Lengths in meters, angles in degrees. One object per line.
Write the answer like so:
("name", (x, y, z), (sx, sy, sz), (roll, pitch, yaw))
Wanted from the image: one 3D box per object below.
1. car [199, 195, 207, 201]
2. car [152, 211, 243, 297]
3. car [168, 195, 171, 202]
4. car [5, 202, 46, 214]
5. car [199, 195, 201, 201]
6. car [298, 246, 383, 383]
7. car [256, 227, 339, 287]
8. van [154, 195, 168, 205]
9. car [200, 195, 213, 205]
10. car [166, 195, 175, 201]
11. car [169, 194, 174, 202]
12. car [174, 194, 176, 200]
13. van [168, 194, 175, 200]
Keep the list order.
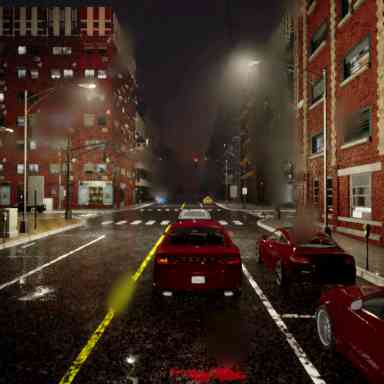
("car", (2.831, 1.597, 86.482), (1.947, 1.339, 4.313), (1, 0, 0))
("car", (0.111, 1.480, 8.649), (1.882, 1.535, 5.008), (0, 0, 0))
("car", (-5.583, 1.602, 63.925), (1.802, 1.307, 4.206), (1, 0, 0))
("car", (-18.655, 1.730, 37.382), (4.313, 1.339, 1.947), (0, -1, 0))
("car", (2.823, 1.572, 80.831), (1.887, 1.381, 4.507), (1, 0, 0))
("car", (2.672, 1.583, 3.311), (1.802, 1.307, 4.206), (1, 0, 0))
("car", (2.851, 1.584, 8.967), (1.802, 1.307, 4.206), (1, 0, 0))
("van", (-5.588, 1.359, 58.273), (1.690, 1.788, 3.998), (1, 0, 0))
("car", (2.789, 1.543, 58.391), (1.752, 1.417, 4.829), (1, 0, 0))
("car", (-5.549, 1.582, 86.534), (2.008, 1.369, 4.403), (1, 0, 0))
("car", (-5.566, 1.607, 75.229), (1.802, 1.307, 4.206), (1, 0, 0))
("car", (-5.557, 1.553, 80.712), (1.752, 1.417, 4.829), (1, 0, 0))
("van", (-5.537, 1.376, 92.186), (1.690, 1.788, 3.998), (1, 0, 0))
